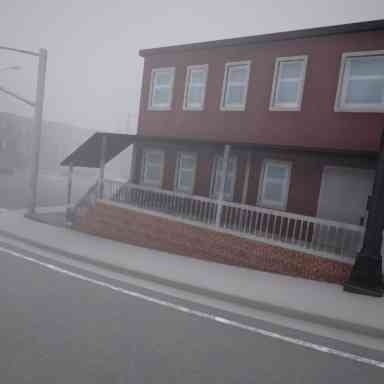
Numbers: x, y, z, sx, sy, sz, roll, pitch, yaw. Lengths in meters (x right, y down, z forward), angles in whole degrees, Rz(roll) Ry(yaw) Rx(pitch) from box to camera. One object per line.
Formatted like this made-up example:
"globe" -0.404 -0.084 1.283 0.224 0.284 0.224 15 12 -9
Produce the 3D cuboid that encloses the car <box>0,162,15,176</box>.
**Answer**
"car" -20.196 -2.459 33.468 1.994 1.385 4.181 10 6 35

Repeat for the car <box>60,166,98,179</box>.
"car" -14.148 -2.513 41.828 1.837 1.490 4.892 10 6 35

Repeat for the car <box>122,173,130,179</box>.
"car" -8.040 -2.463 50.257 2.033 1.411 5.357 10 6 36
